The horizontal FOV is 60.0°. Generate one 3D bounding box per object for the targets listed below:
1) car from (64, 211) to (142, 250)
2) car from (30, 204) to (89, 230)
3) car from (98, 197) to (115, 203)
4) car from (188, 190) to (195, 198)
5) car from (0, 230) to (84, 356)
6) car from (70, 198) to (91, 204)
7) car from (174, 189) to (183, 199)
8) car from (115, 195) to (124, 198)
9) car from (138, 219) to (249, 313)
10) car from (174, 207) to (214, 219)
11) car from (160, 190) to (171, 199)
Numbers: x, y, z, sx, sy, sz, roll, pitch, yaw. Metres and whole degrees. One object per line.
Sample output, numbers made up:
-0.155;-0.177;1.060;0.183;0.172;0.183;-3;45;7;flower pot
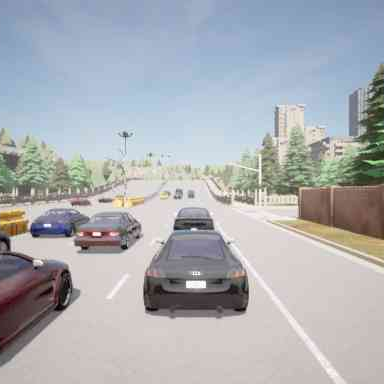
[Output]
-3.409;1.547;14.371;2.033;1.411;5.357;0;0;0;car
-6.919;1.564;17.931;1.994;1.385;4.181;0;0;0;car
-17.574;1.597;67.220;1.895;1.301;4.718;0;0;0;car
-0.218;0.839;90.060;1.837;1.490;4.892;0;4;0;car
-3.410;1.564;5.131;1.994;1.385;4.181;0;0;0;car
-17.646;1.601;52.705;1.895;1.301;4.718;0;0;0;car
-3.697;0.903;86.888;2.097;1.767;4.553;0;3;0;car
-17.652;1.395;79.954;2.033;1.411;5.357;0;1;0;car
0.088;1.564;7.740;1.994;1.385;4.181;0;0;1;car
0.084;1.478;16.730;1.882;1.535;5.008;0;0;0;car
-7.198;1.024;86.902;1.882;1.535;5.008;0;3;0;car
